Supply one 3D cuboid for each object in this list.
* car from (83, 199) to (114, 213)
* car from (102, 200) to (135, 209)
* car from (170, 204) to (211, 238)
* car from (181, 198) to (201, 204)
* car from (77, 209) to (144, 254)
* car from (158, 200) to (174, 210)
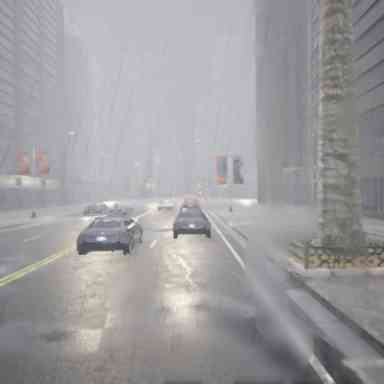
[{"bbox_3d":[-10.021,1.759,35.136,1.994,1.385,4.181,-1,0,0],"label":"car"},{"bbox_3d":[-6.761,1.742,31.756,1.895,1.301,4.718,-1,0,0],"label":"car"},{"bbox_3d":[-0.009,1.587,18.058,1.994,1.385,4.181,-1,0,0],"label":"car"},{"bbox_3d":[-0.116,1.403,35.340,2.097,1.767,4.553,-1,0,0],"label":"car"},{"bbox_3d":[-3.228,1.627,13.799,1.994,1.385,4.181,-1,0,0],"label":"car"},{"bbox_3d":[-3.389,1.716,43.715,1.895,1.301,4.718,-1,0,0],"label":"car"}]
